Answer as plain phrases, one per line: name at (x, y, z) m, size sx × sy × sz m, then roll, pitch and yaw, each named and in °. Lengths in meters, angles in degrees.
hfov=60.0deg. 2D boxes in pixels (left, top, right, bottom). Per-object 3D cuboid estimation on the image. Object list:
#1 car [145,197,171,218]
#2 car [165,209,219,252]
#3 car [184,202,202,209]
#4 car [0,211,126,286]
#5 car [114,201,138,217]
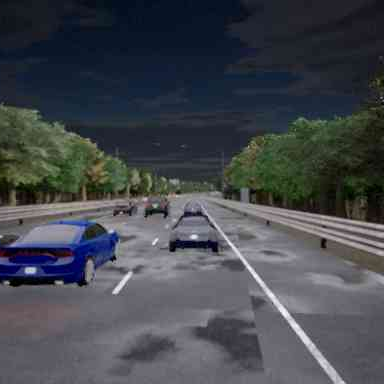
car at (-3.400, 1.464, 33.489) m, size 2.150 × 2.045 × 5.566 m, roll 0°, pitch 0°, yaw 0°
car at (0.080, 1.661, 14.466) m, size 1.994 × 1.385 × 4.181 m, roll 0°, pitch 0°, yaw 0°
car at (0.100, 1.832, 37.007) m, size 1.994 × 1.385 × 4.181 m, roll 0°, pitch 0°, yaw 0°
car at (-3.442, 1.537, 9.605) m, size 1.882 × 1.535 × 5.008 m, roll 0°, pitch 0°, yaw 0°
car at (-6.901, 1.759, 34.939) m, size 1.837 × 1.490 × 4.892 m, roll 0°, pitch 0°, yaw 0°
